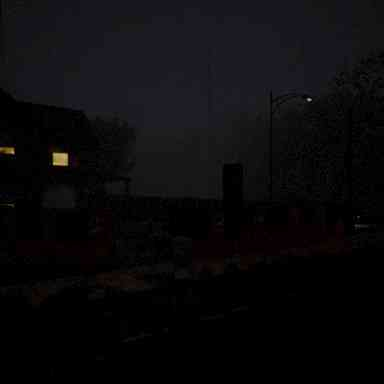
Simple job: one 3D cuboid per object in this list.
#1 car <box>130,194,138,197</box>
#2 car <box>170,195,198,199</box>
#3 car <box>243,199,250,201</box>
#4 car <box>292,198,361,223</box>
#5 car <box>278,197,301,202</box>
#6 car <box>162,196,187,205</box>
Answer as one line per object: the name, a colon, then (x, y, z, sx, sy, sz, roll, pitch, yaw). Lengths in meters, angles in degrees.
car: (-12.838, 1.238, 68.945, 2.128, 1.511, 4.902, 0, 0, -36)
car: (-0.210, 1.227, 39.887, 2.097, 1.767, 4.553, 0, 0, -36)
car: (5.009, 1.437, 32.629, 1.812, 1.442, 4.674, 0, 0, -36)
car: (10.324, 1.472, 25.232, 1.812, 1.442, 4.674, 0, 0, -36)
car: (9.409, 1.277, 32.416, 2.097, 1.767, 4.553, 0, 0, -36)
car: (-2.997, 1.424, 55.251, 1.895, 1.301, 4.718, 0, 0, -36)
